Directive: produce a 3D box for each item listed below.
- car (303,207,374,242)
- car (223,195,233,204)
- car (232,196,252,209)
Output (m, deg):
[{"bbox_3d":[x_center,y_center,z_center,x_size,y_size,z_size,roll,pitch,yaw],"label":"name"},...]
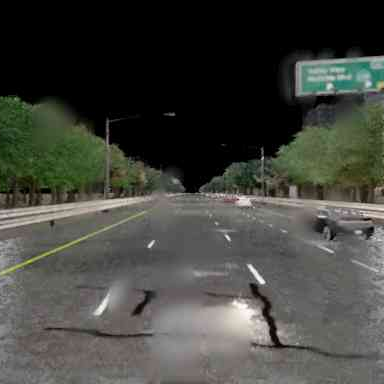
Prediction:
[{"bbox_3d":[7.006,1.487,16.434,2.128,1.511,4.902,0,0,0],"label":"car"},{"bbox_3d":[7.034,1.333,62.869,2.097,1.767,4.553,0,0,0],"label":"car"},{"bbox_3d":[7.022,1.519,45.624,1.812,1.442,4.674,0,0,0],"label":"car"}]
